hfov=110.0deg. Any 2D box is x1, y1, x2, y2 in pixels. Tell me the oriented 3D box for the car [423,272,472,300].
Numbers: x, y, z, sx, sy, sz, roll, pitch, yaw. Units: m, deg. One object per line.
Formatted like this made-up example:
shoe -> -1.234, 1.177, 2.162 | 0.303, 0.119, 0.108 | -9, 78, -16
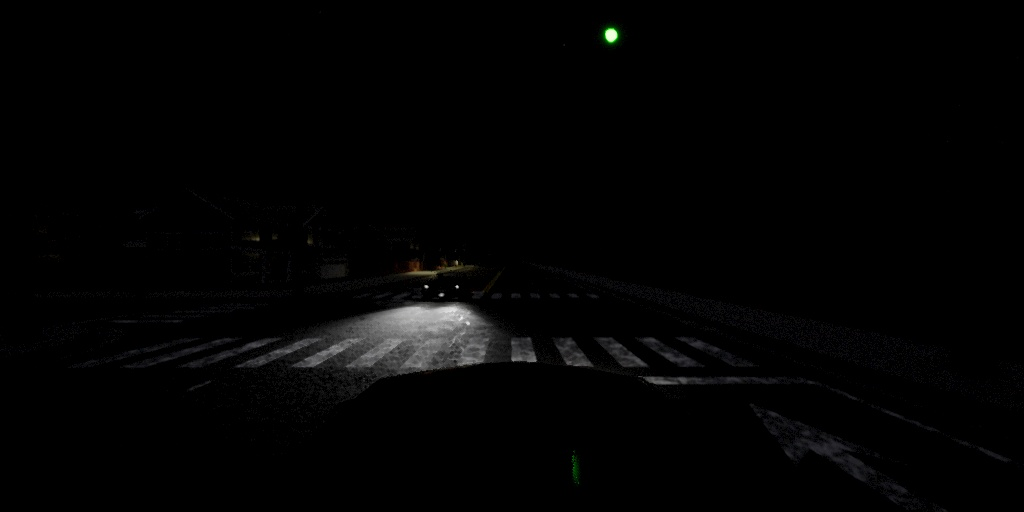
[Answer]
car -> -3.267, 1.517, 18.849 | 1.895, 1.301, 4.718 | 0, 0, 0
